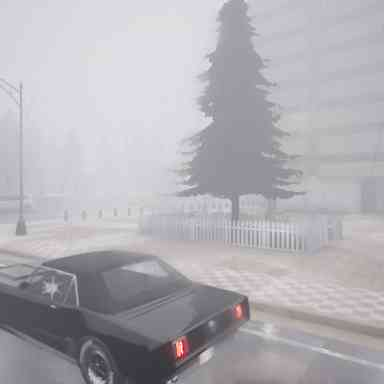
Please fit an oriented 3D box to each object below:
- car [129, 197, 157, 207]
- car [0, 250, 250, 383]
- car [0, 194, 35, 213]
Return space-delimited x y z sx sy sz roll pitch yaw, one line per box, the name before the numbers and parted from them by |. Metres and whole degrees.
car | -7.651 1.477 51.744 1.882 1.535 5.008 0 0 36
car | -1.622 1.601 5.166 4.718 1.301 1.895 0 0 36
car | -19.586 1.221 35.216 2.150 2.045 5.566 0 0 36
